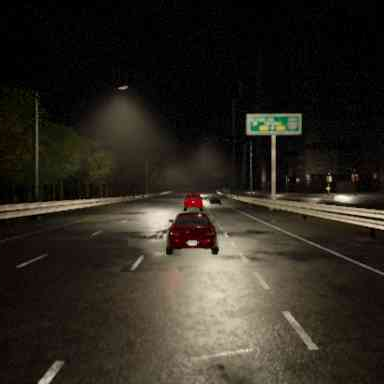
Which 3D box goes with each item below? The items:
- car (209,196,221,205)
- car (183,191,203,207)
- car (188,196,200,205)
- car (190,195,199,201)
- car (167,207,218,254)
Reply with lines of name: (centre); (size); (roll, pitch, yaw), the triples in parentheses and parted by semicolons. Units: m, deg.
car: (3.961, 1.389, 57.577); (1.882, 1.535, 5.008); (0, 1, 1)
car: (0.170, 1.203, 39.466); (2.150, 2.045, 5.566); (0, 0, 0)
car: (0.357, 1.418, 57.424); (1.837, 1.490, 4.892); (0, 0, 1)
car: (0.613, 1.335, 75.449); (1.994, 1.385, 4.181); (0, 0, 1)
car: (0.021, 1.534, 13.418); (1.812, 1.442, 4.674); (0, 0, 0)
